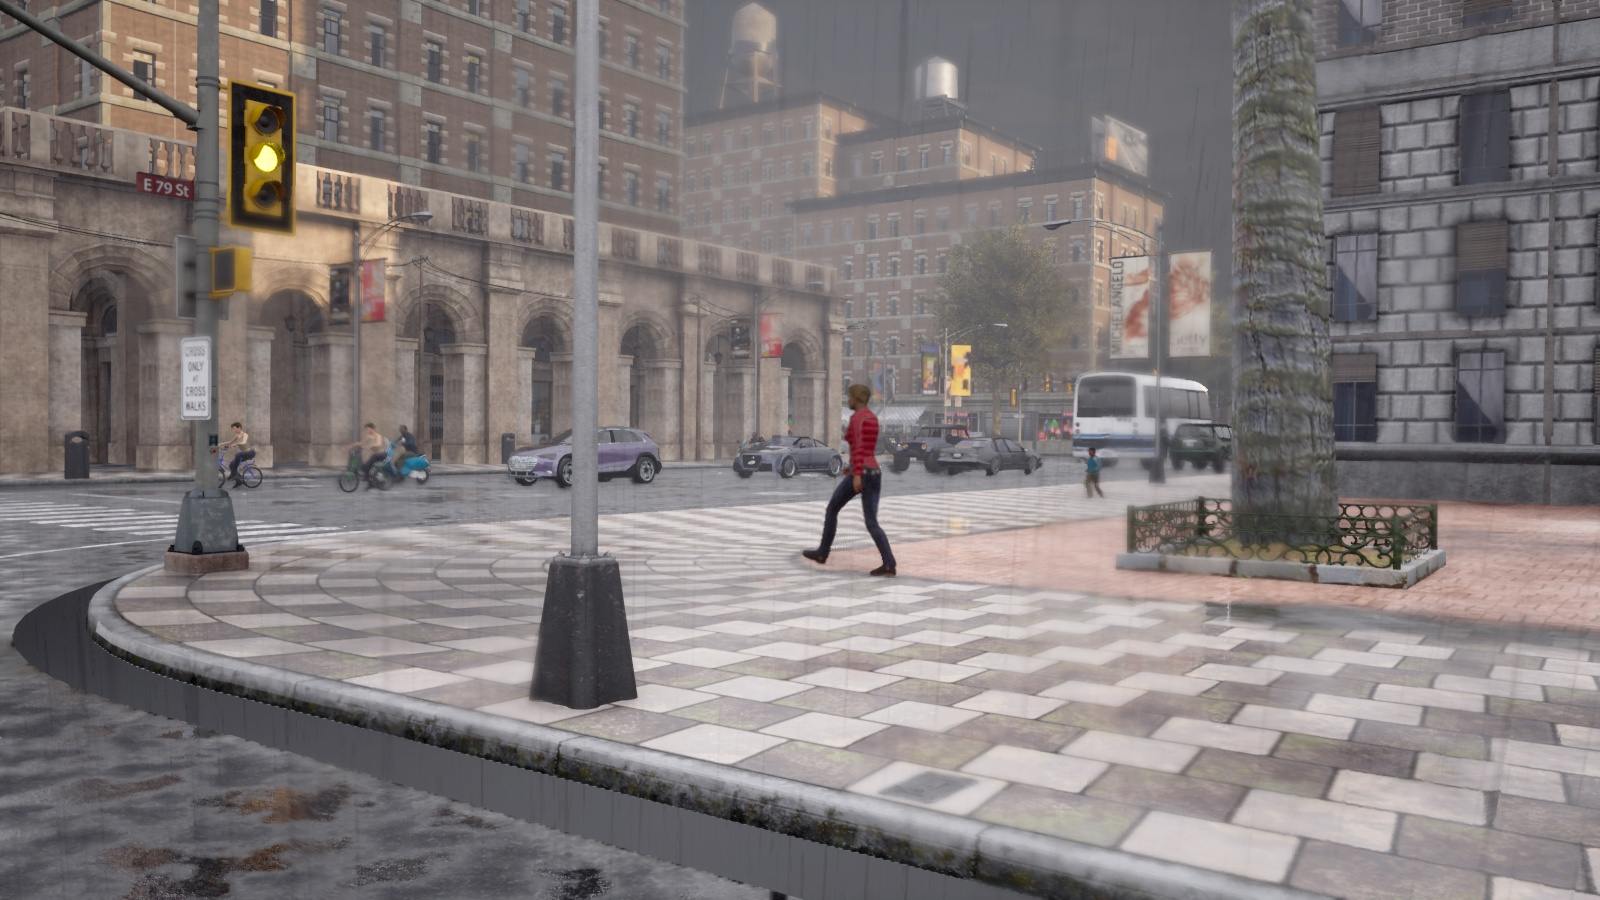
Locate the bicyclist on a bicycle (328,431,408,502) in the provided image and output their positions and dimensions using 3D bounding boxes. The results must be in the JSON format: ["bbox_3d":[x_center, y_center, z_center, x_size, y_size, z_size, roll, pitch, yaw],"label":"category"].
[{"bbox_3d":[-10.068,0.359,29.278,0.866,1.612,1.509,0,1,37],"label":"bicyclist on a bicycle"}]

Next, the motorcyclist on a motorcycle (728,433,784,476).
[{"bbox_3d":[-1.622,0.147,46.461,0.866,1.530,2.191,0,1,37],"label":"motorcyclist on a motorcycle"}]

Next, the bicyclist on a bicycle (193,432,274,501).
[{"bbox_3d":[-13.623,0.379,30.217,0.866,1.612,1.509,0,1,37],"label":"bicyclist on a bicycle"}]

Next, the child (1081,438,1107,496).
[{"bbox_3d":[6.159,0.353,26.335,0.343,1.192,0.448,0,1,43],"label":"child"}]

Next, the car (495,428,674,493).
[{"bbox_3d":[-5.890,0.238,34.889,2.033,1.649,4.856,0,1,36],"label":"car"}]

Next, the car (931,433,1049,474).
[{"bbox_3d":[7.106,0.080,46.463,2.033,1.411,5.357,0,1,37],"label":"car"}]

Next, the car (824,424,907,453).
[{"bbox_3d":[4.615,-0.803,88.763,5.566,2.045,2.150,0,1,36],"label":"car"}]

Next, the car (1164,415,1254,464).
[{"bbox_3d":[18.195,-0.475,55.705,2.150,2.045,5.566,0,1,36],"label":"car"}]

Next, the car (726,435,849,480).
[{"bbox_3d":[-0.363,0.221,42.291,1.994,1.385,4.181,0,1,37],"label":"car"}]

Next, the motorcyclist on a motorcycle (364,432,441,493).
[{"bbox_3d":[-10.788,0.316,34.153,0.866,1.590,1.817,0,1,37],"label":"motorcyclist on a motorcycle"}]

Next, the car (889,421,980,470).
[{"bbox_3d":[5.406,-0.205,50.058,1.905,1.878,3.866,0,1,36],"label":"car"}]

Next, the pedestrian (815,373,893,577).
[{"bbox_3d":[0.500,0.224,11.684,0.636,1.846,0.331,0,1,36],"label":"pedestrian"}]

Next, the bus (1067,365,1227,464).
[{"bbox_3d":[16.647,-1.608,59.517,3.944,4.253,10.273,0,1,36],"label":"bus"}]
